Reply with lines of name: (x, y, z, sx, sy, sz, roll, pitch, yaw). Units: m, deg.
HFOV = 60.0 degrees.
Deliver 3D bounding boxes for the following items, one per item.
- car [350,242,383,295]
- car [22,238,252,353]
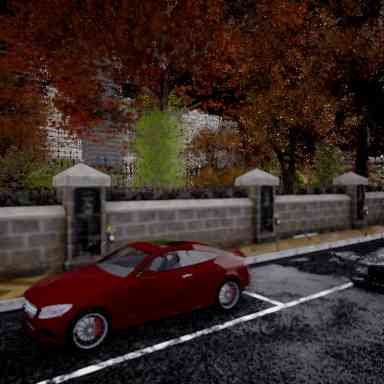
car: (5.821, 1.429, 7.543, 5.357, 1.411, 2.033, -1, 1, -36)
car: (-0.732, 1.547, 6.038, 4.206, 1.307, 1.802, -1, 1, -36)
